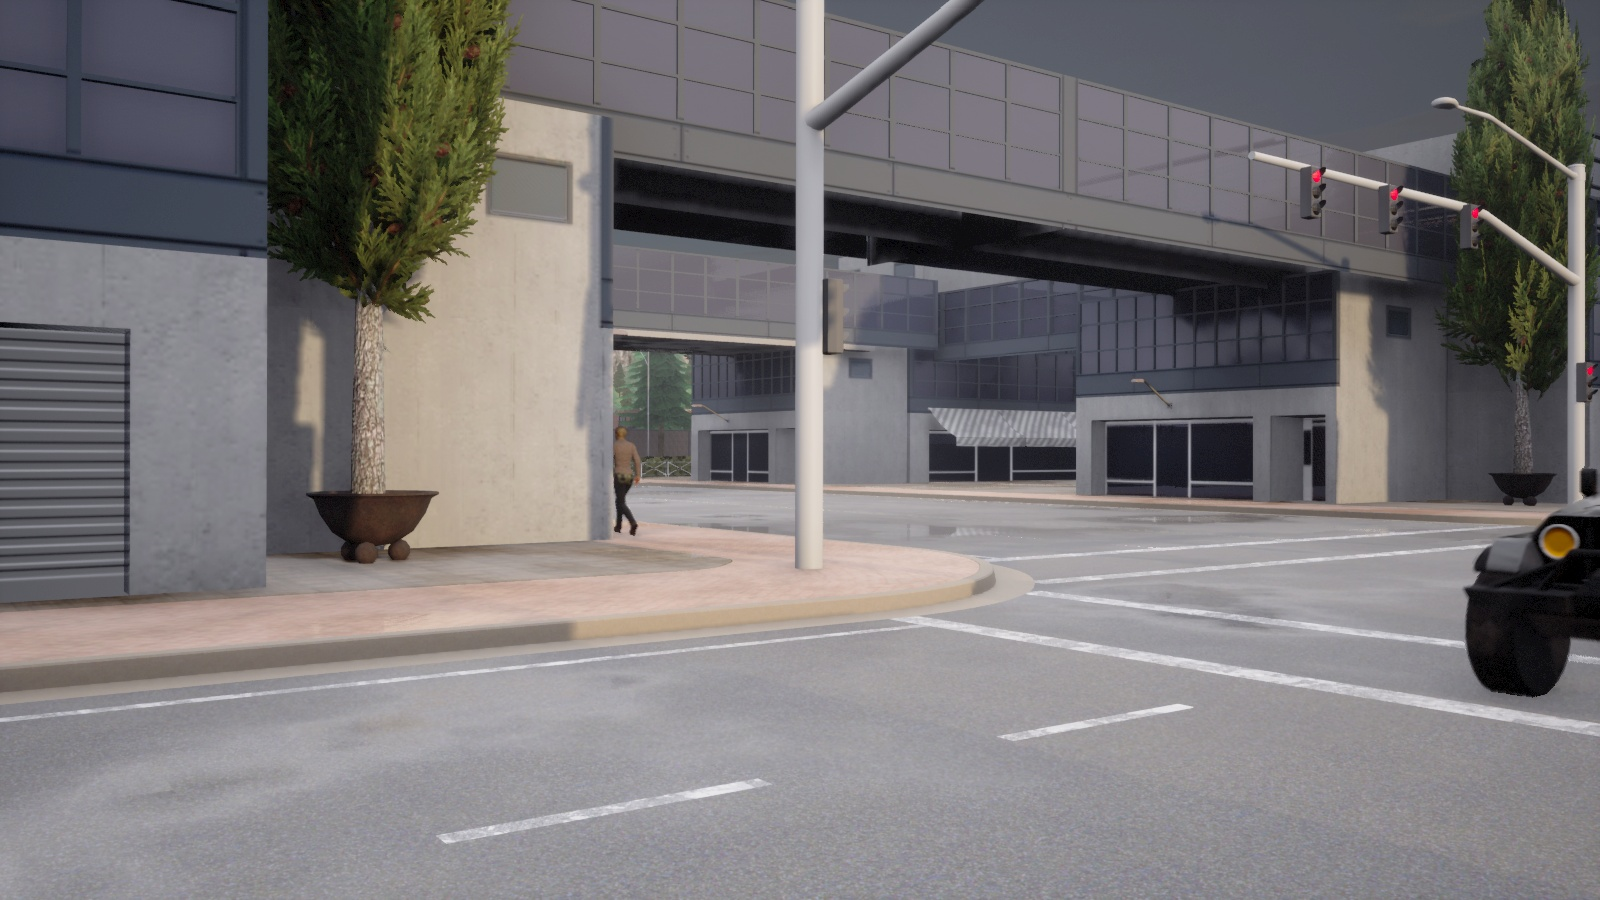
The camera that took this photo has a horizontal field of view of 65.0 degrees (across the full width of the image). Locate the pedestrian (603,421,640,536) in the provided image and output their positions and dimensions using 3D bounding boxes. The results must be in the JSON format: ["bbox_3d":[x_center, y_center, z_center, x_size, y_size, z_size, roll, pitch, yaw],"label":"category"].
[{"bbox_3d":[-2.916,0.460,20.522,0.331,1.846,0.634,0,0,-36],"label":"pedestrian"}]

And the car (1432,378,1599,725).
[{"bbox_3d":[5.917,0.547,7.903,3.866,1.878,1.905,0,0,-36],"label":"car"}]
